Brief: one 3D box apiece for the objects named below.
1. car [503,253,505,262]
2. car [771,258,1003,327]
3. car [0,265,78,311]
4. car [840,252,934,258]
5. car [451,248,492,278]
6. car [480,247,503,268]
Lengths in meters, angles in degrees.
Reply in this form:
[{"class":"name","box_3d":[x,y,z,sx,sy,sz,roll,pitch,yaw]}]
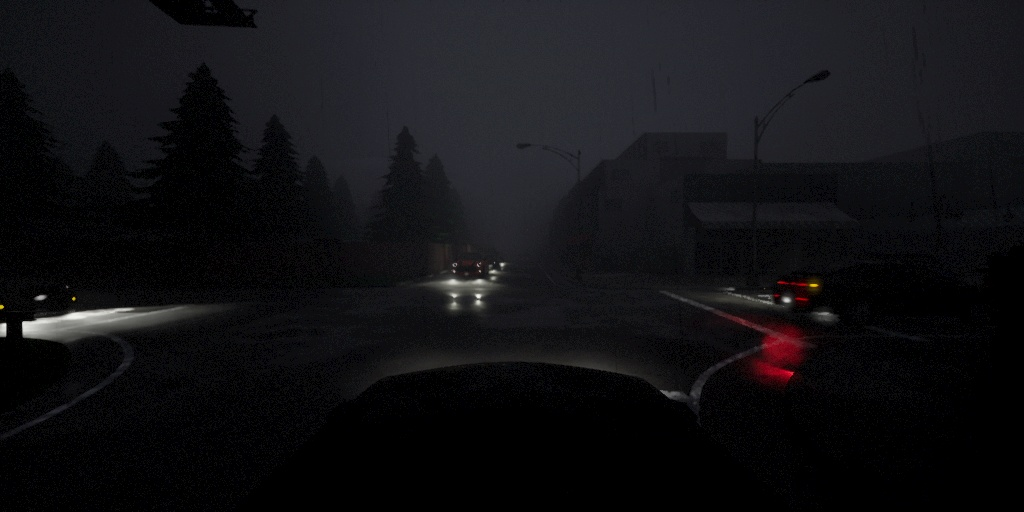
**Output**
[{"class":"car","box_3d":[-1.962,0.044,48.448,1.882,1.535,5.008,0,1,3]},{"class":"car","box_3d":[9.491,0.887,9.253,4.892,1.490,1.837,0,0,-1]},{"class":"car","box_3d":[-14.528,0.920,9.594,4.181,1.385,1.994,0,1,2]},{"class":"car","box_3d":[12.651,0.662,12.787,4.553,1.767,2.097,0,1,1]},{"class":"car","box_3d":[-2.816,0.510,25.008,2.097,1.767,4.553,0,1,2]},{"class":"car","box_3d":[-2.446,0.110,35.675,2.150,2.045,5.566,0,1,2]}]
